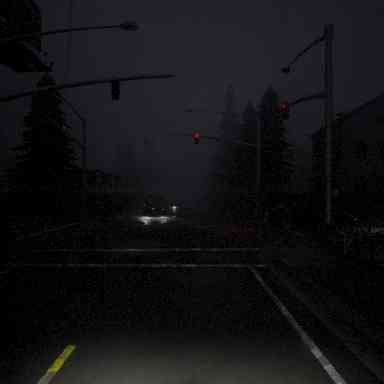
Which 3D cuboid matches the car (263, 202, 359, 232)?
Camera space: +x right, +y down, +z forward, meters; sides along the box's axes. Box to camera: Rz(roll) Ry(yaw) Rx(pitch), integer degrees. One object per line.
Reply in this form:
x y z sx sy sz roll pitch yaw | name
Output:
6.329 1.309 17.904 4.892 1.490 1.837 0 2 2 | car

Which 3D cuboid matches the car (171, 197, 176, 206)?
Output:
-3.564 1.525 53.780 1.812 1.442 4.674 0 0 1 | car

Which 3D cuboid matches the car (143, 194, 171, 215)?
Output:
-3.617 1.221 33.769 2.150 2.045 5.566 0 0 0 | car
